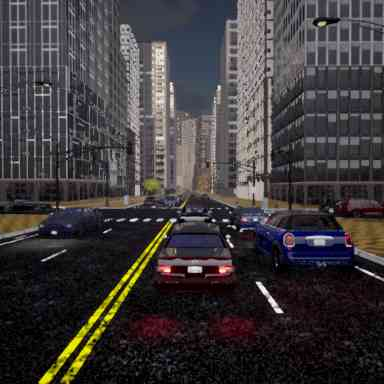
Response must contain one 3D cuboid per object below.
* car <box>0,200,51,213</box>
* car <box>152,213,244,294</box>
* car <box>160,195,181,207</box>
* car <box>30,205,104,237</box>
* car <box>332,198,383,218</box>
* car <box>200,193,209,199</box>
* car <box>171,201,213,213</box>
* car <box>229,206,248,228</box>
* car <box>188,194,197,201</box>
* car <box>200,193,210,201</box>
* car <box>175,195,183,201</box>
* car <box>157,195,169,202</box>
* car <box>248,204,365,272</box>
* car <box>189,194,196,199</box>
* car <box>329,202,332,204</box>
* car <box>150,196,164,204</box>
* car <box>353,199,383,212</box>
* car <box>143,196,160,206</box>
[{"bbox_3d":[-16.997,1.462,34.185,4.718,1.301,1.895,1,1,0],"label":"car"},{"bbox_3d":[0.110,1.543,8.923,2.033,1.411,5.357,0,0,1],"label":"car"},{"bbox_3d":[-3.224,1.314,50.602,2.097,1.767,4.553,0,0,-1],"label":"car"},{"bbox_3d":[-6.434,1.537,18.410,2.033,1.411,5.357,0,0,2],"label":"car"},{"bbox_3d":[16.260,1.516,30.950,5.009,1.841,2.192,1,0,1],"label":"car"},{"bbox_3d":[3.429,1.090,92.152,2.097,1.767,4.553,0,0,0],"label":"car"},{"bbox_3d":[0.136,1.481,18.668,2.128,1.511,4.902,0,0,0],"label":"car"},{"bbox_3d":[3.390,1.535,20.277,2.033,1.411,5.357,0,0,0],"label":"car"},{"bbox_3d":[0.159,1.412,81.772,1.837,1.490,4.892,0,0,0],"label":"car"},{"bbox_3d":[3.409,1.389,81.763,1.882,1.535,5.008,0,0,0],"label":"car"},{"bbox_3d":[-3.097,1.423,79.577,1.837,1.490,4.892,0,0,0],"label":"car"},{"bbox_3d":[-6.360,1.473,72.992,2.033,1.411,5.357,0,0,0],"label":"car"},{"bbox_3d":[3.370,1.347,10.892,2.097,1.767,4.553,0,0,0],"label":"car"},{"bbox_3d":[0.178,1.275,92.189,2.033,1.411,5.357,0,0,0],"label":"car"},{"bbox_3d":[16.485,1.613,36.758,4.892,1.490,1.837,0,1,-1],"label":"car"},{"bbox_3d":[-6.440,1.495,62.322,2.033,1.411,5.357,0,0,0],"label":"car"},{"bbox_3d":[21.885,1.639,39.226,4.829,1.417,1.752,1,0,1],"label":"car"},{"bbox_3d":[-6.493,1.465,52.442,1.837,1.490,4.892,0,0,0],"label":"car"}]
